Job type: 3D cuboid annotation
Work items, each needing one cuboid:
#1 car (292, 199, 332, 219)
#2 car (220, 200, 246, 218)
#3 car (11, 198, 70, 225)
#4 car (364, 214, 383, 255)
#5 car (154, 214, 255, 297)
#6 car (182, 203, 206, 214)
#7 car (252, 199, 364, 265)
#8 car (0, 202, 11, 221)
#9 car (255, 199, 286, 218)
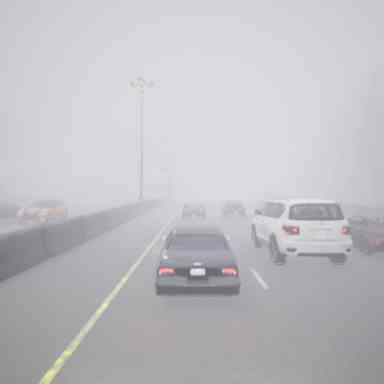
[{"bbox_3d":[10.651,1.462,29.915,1.837,1.490,4.892,0,0,0],"label":"car"},{"bbox_3d":[3.651,1.455,29.938,1.837,1.490,4.892,0,0,0],"label":"car"},{"bbox_3d":[-10.521,1.324,23.816,2.097,1.767,4.553,0,0,1],"label":"car"},{"bbox_3d":[7.120,1.588,13.363,1.994,1.385,4.181,0,0,0],"label":"car"},{"bbox_3d":[0.112,1.565,8.816,2.033,1.411,5.357,0,0,0],"label":"car"},{"bbox_3d":[0.148,1.560,28.146,1.895,1.301,4.718,0,0,0],"label":"car"},{"bbox_3d":[3.618,1.243,11.966,2.150,2.045,5.566,0,0,0],"label":"car"},{"bbox_3d":[-14.020,1.462,23.975,2.128,1.511,4.902,0,0,1],"label":"car"},{"bbox_3d":[7.153,1.471,30.897,1.812,1.442,4.674,0,1,0],"label":"car"}]
